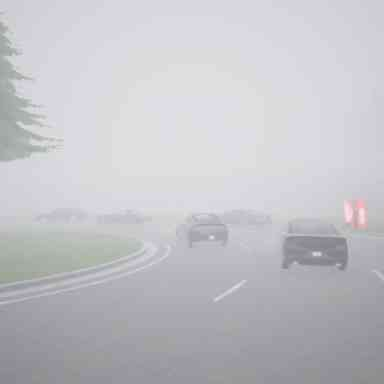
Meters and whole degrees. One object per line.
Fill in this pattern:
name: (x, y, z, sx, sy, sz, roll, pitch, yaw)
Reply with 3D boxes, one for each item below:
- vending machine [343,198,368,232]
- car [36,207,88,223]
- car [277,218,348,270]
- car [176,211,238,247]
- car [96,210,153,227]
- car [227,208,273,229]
vending machine: (10.542, 1.459, 21.477, 1.100, 2.100, 0.880, 0, -1, -20)
car: (-12.846, 2.279, 32.884, 4.892, 1.490, 1.837, -1, -2, 0)
car: (4.108, 1.649, 11.855, 1.882, 1.535, 5.008, 0, -1, 13)
car: (0.381, 1.802, 16.825, 2.128, 1.511, 4.902, 0, -1, -11)
car: (-5.822, 2.202, 28.346, 4.718, 1.301, 1.895, -1, -1, 24)
car: (3.613, 1.977, 25.651, 2.033, 1.411, 5.357, 0, -1, -40)
